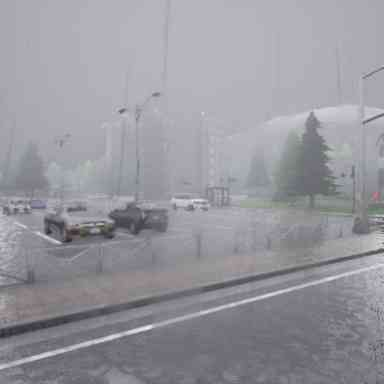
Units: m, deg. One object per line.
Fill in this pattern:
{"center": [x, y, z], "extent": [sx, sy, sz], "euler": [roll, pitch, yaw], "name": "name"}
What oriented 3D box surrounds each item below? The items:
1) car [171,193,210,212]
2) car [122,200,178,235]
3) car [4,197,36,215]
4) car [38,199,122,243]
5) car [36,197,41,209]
{"center": [-0.281, 1.175, 37.847], "extent": [2.150, 2.045, 5.566], "euler": [0, 0, -36], "name": "car"}
{"center": [-2.976, 1.323, 17.727], "extent": [2.007, 1.523, 4.514], "euler": [0, 0, -36], "name": "car"}
{"center": [-16.297, 1.374, 31.066], "extent": [1.970, 1.475, 3.806], "euler": [0, 0, -36], "name": "car"}
{"center": [-5.488, 1.321, 15.848], "extent": [2.152, 1.636, 5.027], "euler": [0, 0, -36], "name": "car"}
{"center": [-18.225, 1.357, 38.827], "extent": [1.845, 1.501, 3.633], "euler": [0, 0, -36], "name": "car"}
